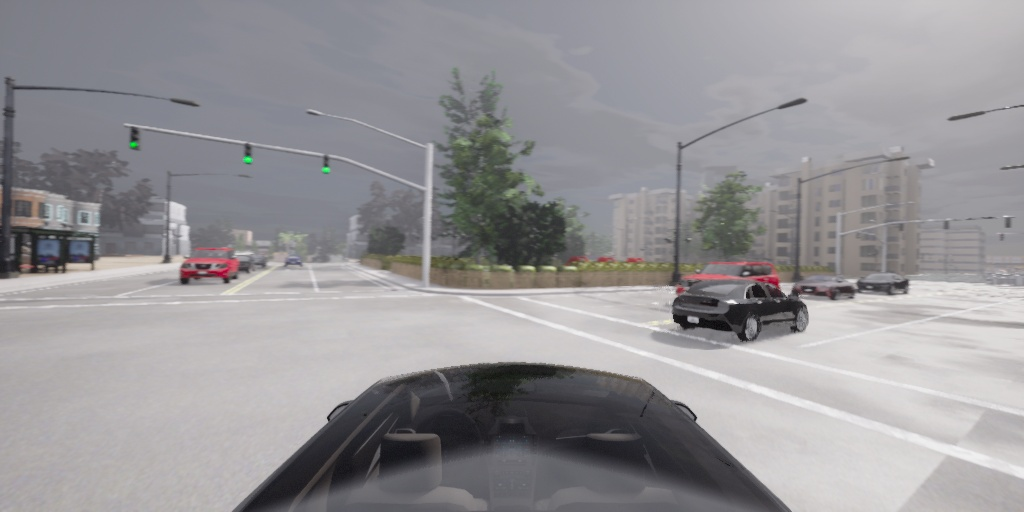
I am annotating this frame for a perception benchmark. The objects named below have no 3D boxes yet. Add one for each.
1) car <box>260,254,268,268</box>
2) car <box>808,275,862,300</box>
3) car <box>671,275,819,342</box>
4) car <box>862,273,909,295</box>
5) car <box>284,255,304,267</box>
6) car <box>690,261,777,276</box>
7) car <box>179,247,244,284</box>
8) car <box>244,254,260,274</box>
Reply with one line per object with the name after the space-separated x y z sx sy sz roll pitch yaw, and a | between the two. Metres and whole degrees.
-28.734 0.493 40.342 2.128 1.511 4.902 2 0 -29 | car
18.737 1.829 21.555 4.181 1.385 1.994 2 0 -30 | car
6.735 1.446 10.483 4.892 1.490 1.837 2 -1 -31 | car
27.382 1.974 26.476 5.008 1.535 1.882 2 0 -29 | car
-26.520 0.587 43.620 1.812 1.442 4.674 2 0 -30 | car
10.118 1.255 16.626 5.566 2.045 2.150 2 0 -30 | car
-18.024 0.504 21.613 2.150 2.045 5.566 2 0 -31 | car
-23.069 0.628 30.417 1.882 1.535 5.008 2 0 -30 | car
